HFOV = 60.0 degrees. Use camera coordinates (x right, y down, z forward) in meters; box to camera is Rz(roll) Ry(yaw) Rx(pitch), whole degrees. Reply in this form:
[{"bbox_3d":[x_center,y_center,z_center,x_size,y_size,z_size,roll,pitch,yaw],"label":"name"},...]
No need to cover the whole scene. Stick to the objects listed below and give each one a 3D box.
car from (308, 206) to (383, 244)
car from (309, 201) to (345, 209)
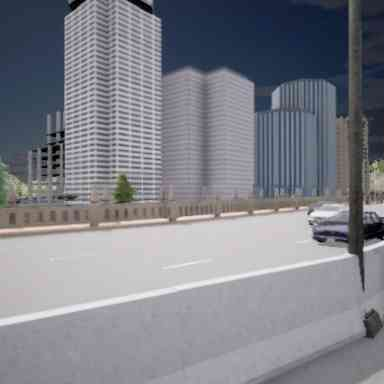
[{"bbox_3d":[7.510,1.561,15.403,2.033,1.411,5.357,0,0,45],"label":"car"},{"bbox_3d":[9.580,1.550,22.728,1.812,1.442,4.674,0,0,42],"label":"car"}]
